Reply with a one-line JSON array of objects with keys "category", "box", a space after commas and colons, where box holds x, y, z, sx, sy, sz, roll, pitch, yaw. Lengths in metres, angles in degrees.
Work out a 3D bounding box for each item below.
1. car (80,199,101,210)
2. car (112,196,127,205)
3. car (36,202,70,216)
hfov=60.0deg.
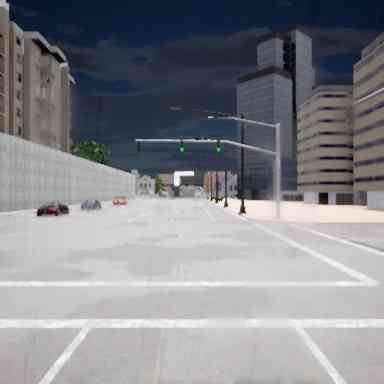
[{"category": "car", "box": [-13.984, 1.727, 46.233, 1.812, 1.442, 4.674, 0, 0, 0]}, {"category": "car", "box": [-13.880, 1.629, 63.939, 2.097, 1.767, 4.553, 0, 0, 1]}, {"category": "car", "box": [-14.017, 1.711, 33.715, 1.994, 1.385, 4.181, 0, 0, 0]}]
